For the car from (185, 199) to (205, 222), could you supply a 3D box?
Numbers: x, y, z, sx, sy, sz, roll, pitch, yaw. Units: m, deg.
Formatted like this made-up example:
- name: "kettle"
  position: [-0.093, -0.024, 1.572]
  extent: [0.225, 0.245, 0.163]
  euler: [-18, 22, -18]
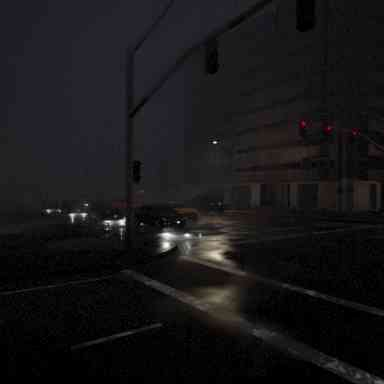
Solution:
- name: "car"
  position: [-1.443, 1.533, 26.679]
  extent: [1.882, 1.535, 5.008]
  euler: [0, 0, -35]

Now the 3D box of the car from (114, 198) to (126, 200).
- name: "car"
  position: [-6.813, 1.407, 34.245]
  extent: [2.097, 1.767, 4.553]
  euler: [0, 0, -35]

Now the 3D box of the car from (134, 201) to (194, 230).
- name: "car"
  position: [-2.215, 1.560, 21.721]
  extent: [1.837, 1.490, 4.892]
  euler: [0, 0, -35]

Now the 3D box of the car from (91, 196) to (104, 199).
- name: "car"
  position: [-12.893, 1.603, 42.826]
  extent: [2.033, 1.411, 5.357]
  euler: [0, 0, -35]

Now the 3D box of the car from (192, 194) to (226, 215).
- name: "car"
  position: [1.240, 1.277, 35.250]
  extent: [2.150, 2.045, 5.566]
  euler: [0, 0, -35]

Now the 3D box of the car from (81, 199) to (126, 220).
- name: "car"
  position: [-7.853, 1.603, 29.662]
  extent: [2.033, 1.411, 5.357]
  euler: [0, 0, -35]

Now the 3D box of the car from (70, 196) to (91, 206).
- name: "car"
  position: [-19.845, 1.547, 58.985]
  extent: [2.128, 1.511, 4.902]
  euler: [0, 0, -35]

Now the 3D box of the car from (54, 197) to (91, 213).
- name: "car"
  position: [-13.707, 1.603, 37.926]
  extent: [2.033, 1.411, 5.357]
  euler: [0, 0, -35]

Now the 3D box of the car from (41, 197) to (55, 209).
- name: "car"
  position: [-19.750, 1.533, 46.503]
  extent: [1.882, 1.535, 5.008]
  euler: [0, 0, -35]

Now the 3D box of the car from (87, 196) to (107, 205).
- name: "car"
  position: [-17.776, 1.533, 62.117]
  extent: [1.882, 1.535, 5.008]
  euler: [0, 0, -35]
